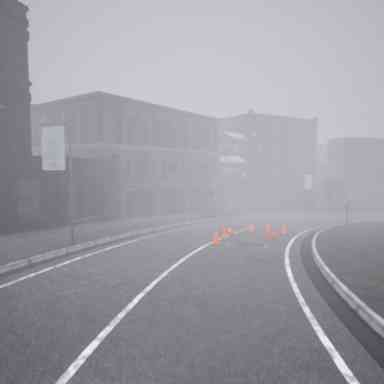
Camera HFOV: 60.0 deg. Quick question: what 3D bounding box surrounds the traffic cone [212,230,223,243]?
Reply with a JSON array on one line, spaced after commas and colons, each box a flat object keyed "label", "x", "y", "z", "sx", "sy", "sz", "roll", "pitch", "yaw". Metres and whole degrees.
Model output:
[{"label": "traffic cone", "x": 1.148, "y": 2.114, "z": 15.749, "sx": 0.340, "sy": 0.580, "sz": 0.340, "roll": 1, "pitch": 0, "yaw": 17}]

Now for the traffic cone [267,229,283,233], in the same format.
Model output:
[{"label": "traffic cone", "x": 4.500, "y": 2.335, "z": 18.146, "sx": 0.580, "sy": 0.340, "sz": 0.340, "roll": 2, "pitch": -1, "yaw": -34}]

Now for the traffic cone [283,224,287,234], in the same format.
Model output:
[{"label": "traffic cone", "x": 5.716, "y": 2.268, "z": 20.653, "sx": 0.340, "sy": 0.580, "sz": 0.340, "roll": 2, "pitch": 0, "yaw": 16}]

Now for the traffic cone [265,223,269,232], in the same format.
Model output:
[{"label": "traffic cone", "x": 4.759, "y": 2.237, "z": 20.933, "sx": 0.340, "sy": 0.580, "sz": 0.340, "roll": 2, "pitch": 0, "yaw": 16}]

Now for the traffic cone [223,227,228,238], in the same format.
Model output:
[{"label": "traffic cone", "x": 1.715, "y": 2.136, "z": 17.667, "sx": 0.340, "sy": 0.580, "sz": 0.340, "roll": 1, "pitch": 0, "yaw": 17}]
